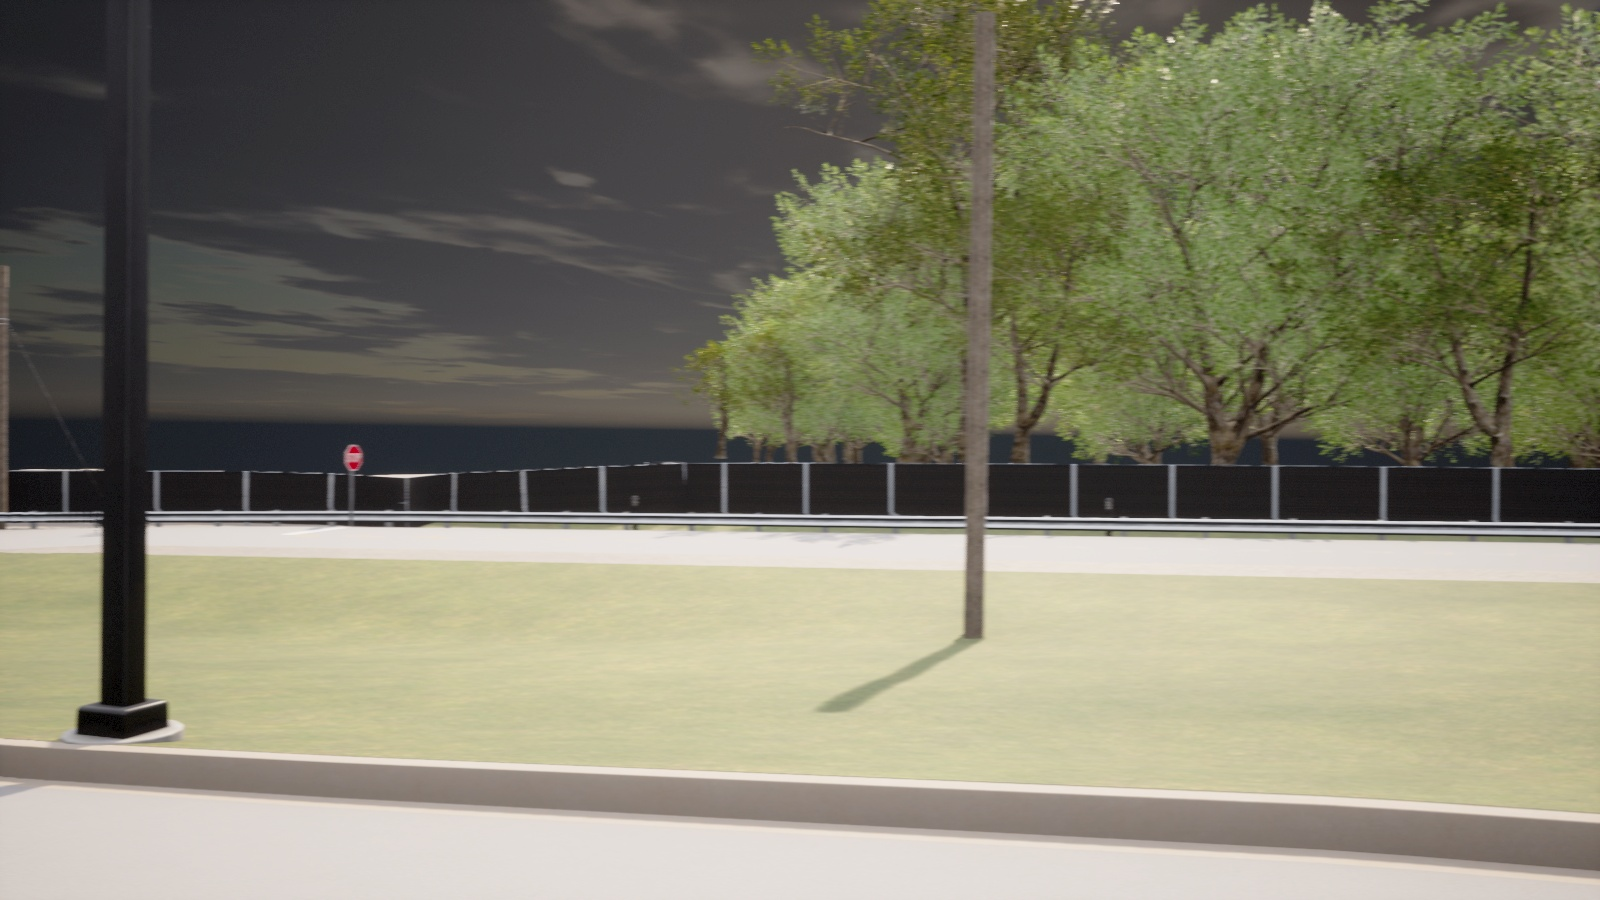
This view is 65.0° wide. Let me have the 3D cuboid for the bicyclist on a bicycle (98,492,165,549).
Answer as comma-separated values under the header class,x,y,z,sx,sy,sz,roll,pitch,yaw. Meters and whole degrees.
class,x,y,z,sx,sy,sz,roll,pitch,yaw
bicyclist on a bicycle,-20.168,2.108,37.909,1.509,1.612,0.866,-2,1,-2
